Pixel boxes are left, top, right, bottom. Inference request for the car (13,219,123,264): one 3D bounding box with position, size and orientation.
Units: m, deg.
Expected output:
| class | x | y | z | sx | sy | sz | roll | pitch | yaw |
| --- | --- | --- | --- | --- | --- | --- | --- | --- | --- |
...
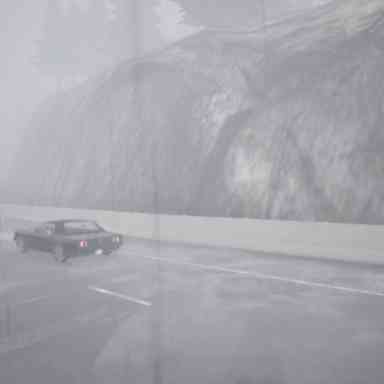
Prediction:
| class | x | y | z | sx | sy | sz | roll | pitch | yaw |
| --- | --- | --- | --- | --- | --- | --- | --- | --- | --- |
| car | -4.666 | 1.636 | 12.112 | 4.718 | 1.301 | 1.895 | 0 | 0 | 41 |
